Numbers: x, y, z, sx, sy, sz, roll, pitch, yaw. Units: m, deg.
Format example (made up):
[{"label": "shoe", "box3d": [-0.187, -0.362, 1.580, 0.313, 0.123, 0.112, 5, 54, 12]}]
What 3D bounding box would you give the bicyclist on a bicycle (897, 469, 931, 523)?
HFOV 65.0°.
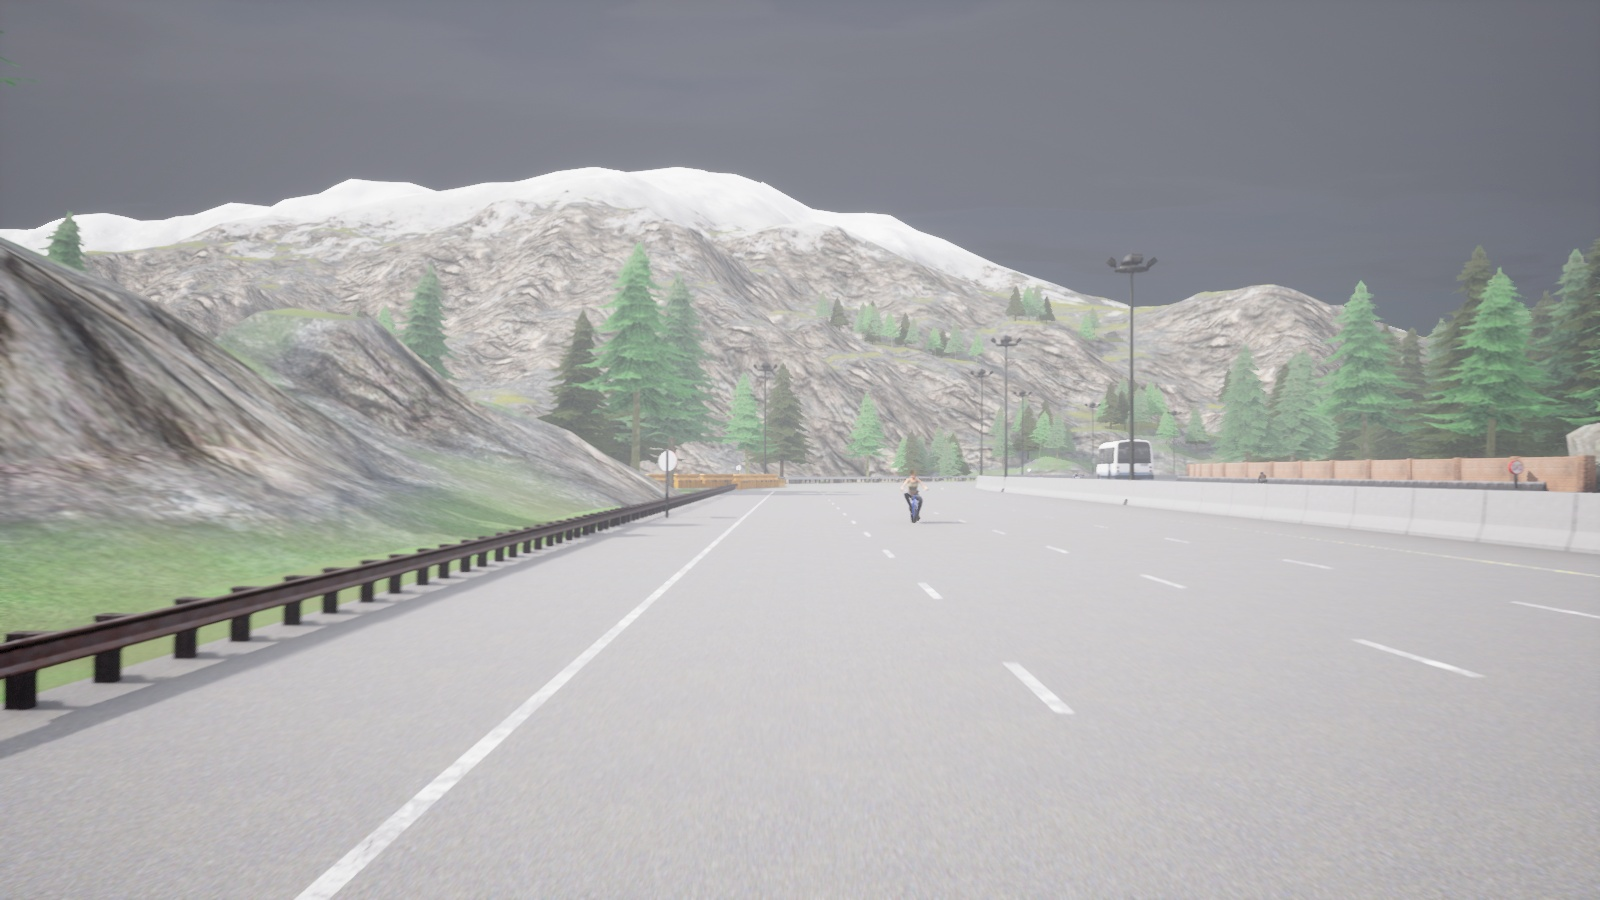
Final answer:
[{"label": "bicyclist on a bicycle", "box3d": [3.412, 1.366, 37.723, 0.866, 1.612, 1.509, 0, -1, 0]}]
